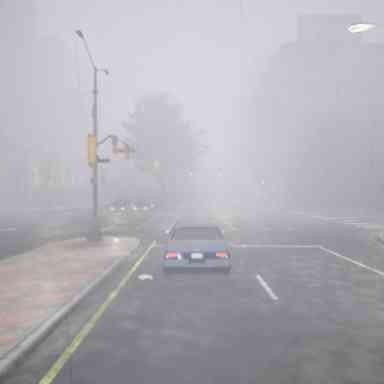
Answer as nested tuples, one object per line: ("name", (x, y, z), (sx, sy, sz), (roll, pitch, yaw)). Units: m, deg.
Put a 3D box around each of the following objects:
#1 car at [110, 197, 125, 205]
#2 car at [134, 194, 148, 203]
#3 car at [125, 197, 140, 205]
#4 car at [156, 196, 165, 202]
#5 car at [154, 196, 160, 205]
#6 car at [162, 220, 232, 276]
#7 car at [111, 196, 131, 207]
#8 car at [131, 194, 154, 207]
("car", (-14.545, 1.742, 65.190), (1.895, 1.301, 4.718), (0, 0, 0))
("car", (-11.267, 1.394, 74.139), (2.150, 2.045, 5.566), (0, 0, 0))
("car", (-11.308, 1.649, 63.451), (1.837, 1.490, 4.892), (0, 0, 0))
("car", (-7.741, 1.665, 82.095), (1.882, 1.535, 5.008), (0, 0, 0))
("car", (-7.833, 1.494, 62.224), (2.097, 1.767, 4.553), (0, 0, 1))
("car", (0.103, 1.571, 10.410), (2.033, 1.411, 5.357), (0, 0, 0))
("car", (-11.411, 1.473, 53.273), (2.097, 1.767, 4.553), (0, 0, 0))
("car", (-7.913, 1.473, 53.450), (2.097, 1.767, 4.553), (0, 0, 0))
